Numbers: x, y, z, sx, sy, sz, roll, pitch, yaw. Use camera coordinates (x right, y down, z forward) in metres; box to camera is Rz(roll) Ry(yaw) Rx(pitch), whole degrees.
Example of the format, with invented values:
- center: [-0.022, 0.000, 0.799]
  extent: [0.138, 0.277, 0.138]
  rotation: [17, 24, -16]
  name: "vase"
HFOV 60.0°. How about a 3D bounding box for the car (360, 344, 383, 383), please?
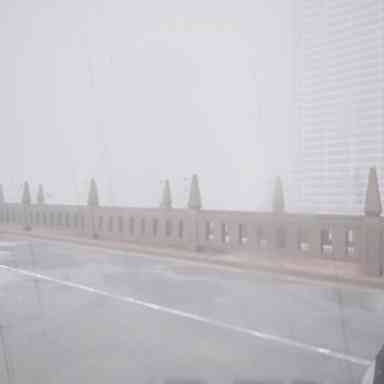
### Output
- center: [3.401, 1.600, 1.567]
  extent: [4.718, 1.301, 1.895]
  rotation: [0, 0, 35]
  name: "car"
